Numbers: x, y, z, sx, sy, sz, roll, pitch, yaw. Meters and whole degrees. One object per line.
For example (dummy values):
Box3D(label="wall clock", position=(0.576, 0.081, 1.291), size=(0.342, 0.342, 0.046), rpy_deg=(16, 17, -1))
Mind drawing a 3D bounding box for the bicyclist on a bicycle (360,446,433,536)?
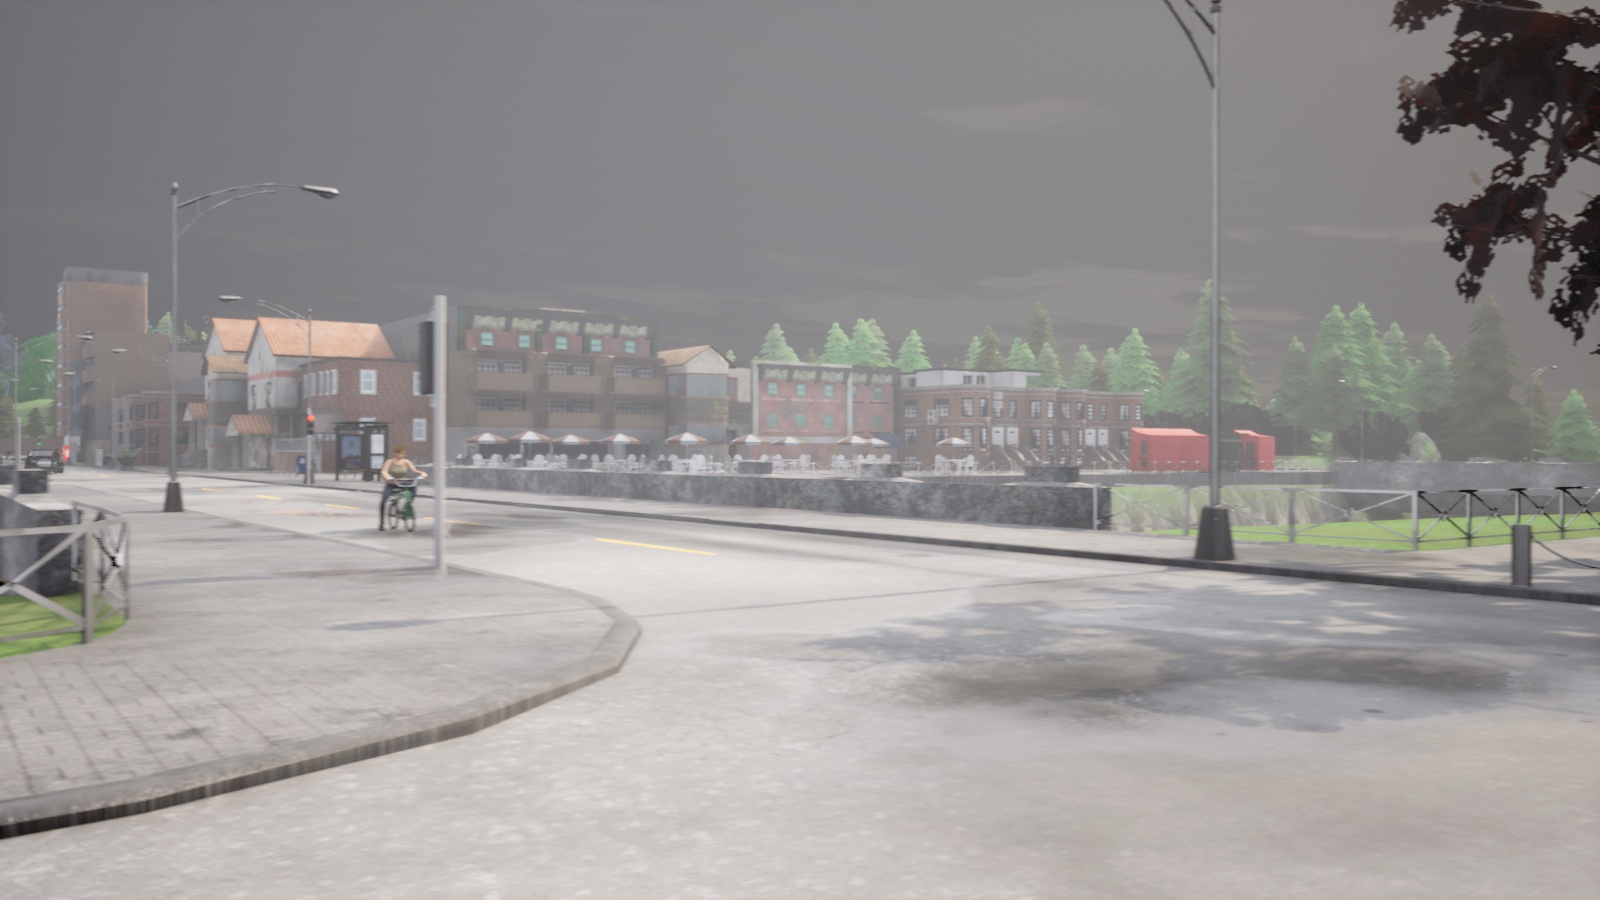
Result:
Box3D(label="bicyclist on a bicycle", position=(-7.492, 0.732, 23.267), size=(0.866, 1.612, 1.509), rpy_deg=(0, 0, -36))

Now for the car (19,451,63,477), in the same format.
Box3D(label="car", position=(-49.597, 0.893, 82.018), size=(2.033, 1.649, 4.856), rpy_deg=(0, 0, -36))
